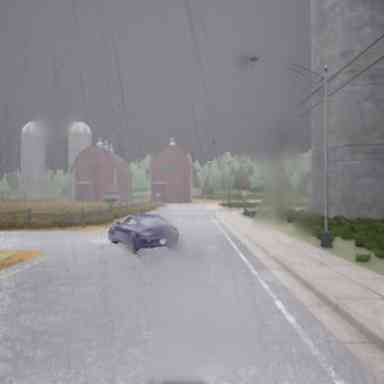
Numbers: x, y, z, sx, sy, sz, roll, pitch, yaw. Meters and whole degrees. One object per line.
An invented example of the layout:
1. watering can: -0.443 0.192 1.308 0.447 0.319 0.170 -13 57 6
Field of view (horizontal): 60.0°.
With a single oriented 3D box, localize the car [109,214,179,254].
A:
1. car: -2.129 1.655 14.186 1.812 1.442 4.674 1 -1 -28
